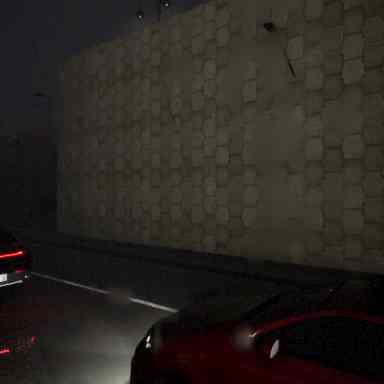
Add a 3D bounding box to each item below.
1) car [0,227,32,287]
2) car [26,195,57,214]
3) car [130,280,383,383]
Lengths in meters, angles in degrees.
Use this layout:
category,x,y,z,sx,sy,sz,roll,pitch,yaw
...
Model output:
category,x,y,z,sx,sy,sz,roll,pitch,yaw
car,-5.839,1.505,8.156,4.892,1.490,1.837,0,0,36
car,-12.910,1.061,31.021,2.128,1.511,4.902,0,5,35
car,1.412,1.564,2.984,4.181,1.385,1.994,0,0,36
